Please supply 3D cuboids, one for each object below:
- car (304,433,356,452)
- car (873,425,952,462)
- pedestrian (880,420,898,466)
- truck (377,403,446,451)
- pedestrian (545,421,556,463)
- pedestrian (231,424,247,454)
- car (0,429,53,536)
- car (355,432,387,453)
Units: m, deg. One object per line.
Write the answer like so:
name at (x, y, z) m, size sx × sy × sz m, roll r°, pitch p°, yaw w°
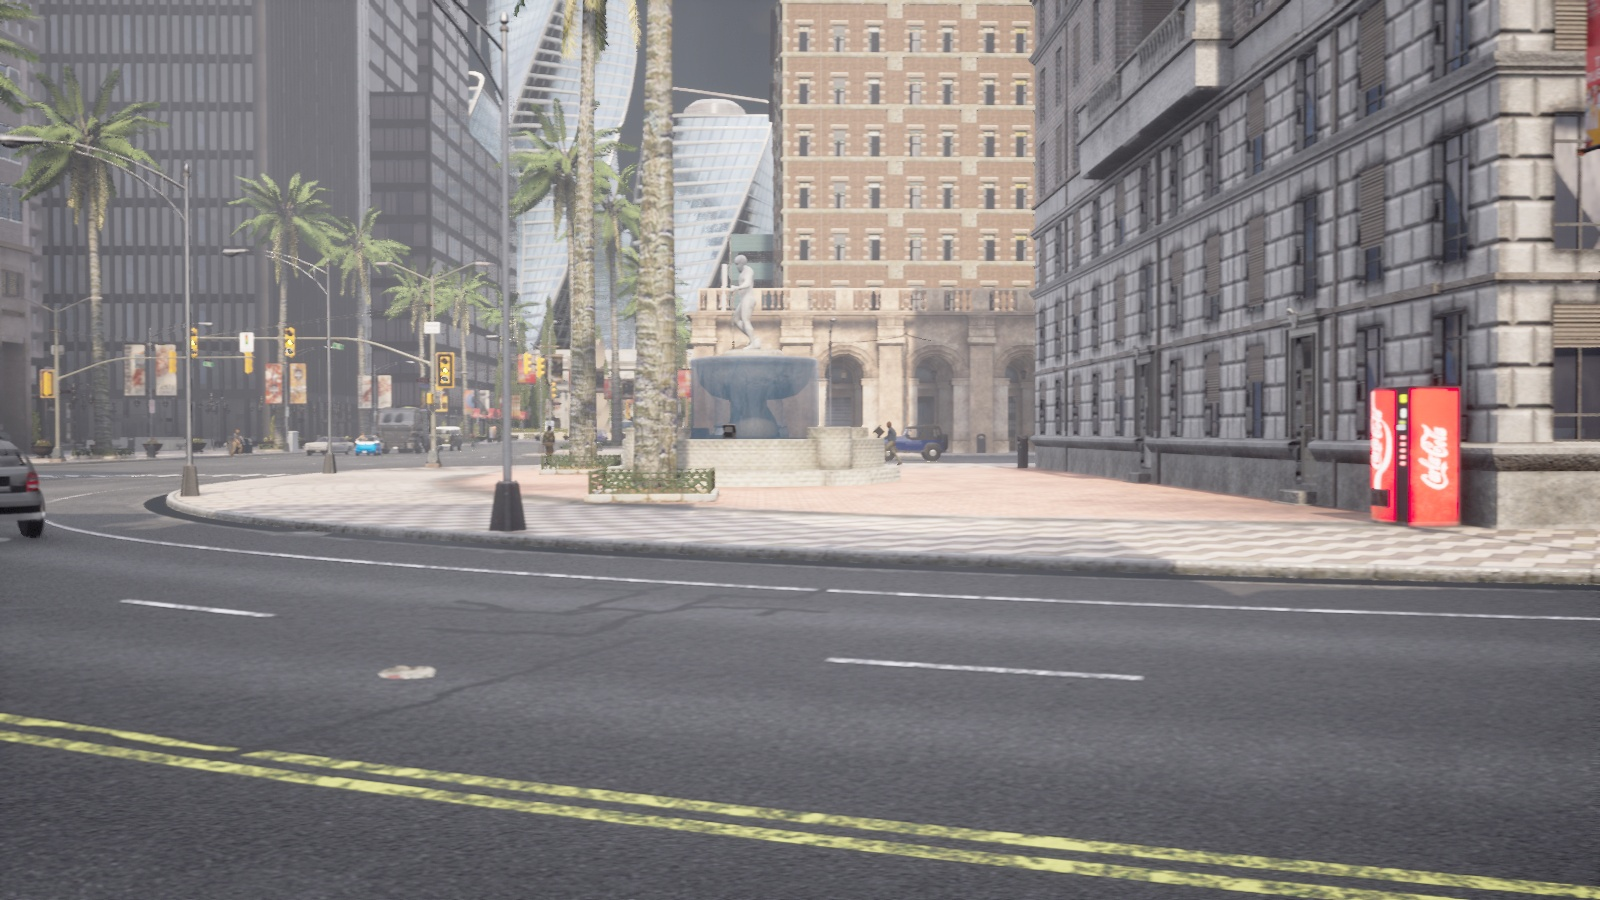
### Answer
car at (-32.452, -0.522, 86.891) m, size 1.895 × 1.301 × 4.718 m, roll 0°, pitch 1°, yaw -1°
car at (5.808, -0.341, 65.058) m, size 3.866 × 1.878 × 1.905 m, roll 0°, pitch 1°, yaw -1°
pedestrian at (3.562, -0.266, 50.311) m, size 0.726 × 1.835 × 0.370 m, roll 0°, pitch 1°, yaw 5°
truck at (-29.075, -1.704, 94.314) m, size 2.891 × 3.462 × 7.936 m, roll 0°, pitch 1°, yaw -1°
pedestrian at (-11.447, -0.362, 57.581) m, size 0.395 × 1.930 × 0.692 m, roll 0°, pitch 1°, yaw -2°
pedestrian at (-34.846, -0.695, 78.002) m, size 0.694 × 1.848 × 0.540 m, roll 0°, pitch 1°, yaw 15°
car at (-13.127, 0.457, 19.456) m, size 3.705 × 1.549 × 1.789 m, roll 1°, pitch 1°, yaw 45°
car at (-28.916, -0.520, 84.662) m, size 1.481 × 1.376 × 2.207 m, roll 0°, pitch 1°, yaw -1°
